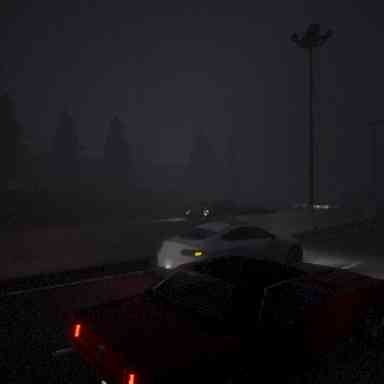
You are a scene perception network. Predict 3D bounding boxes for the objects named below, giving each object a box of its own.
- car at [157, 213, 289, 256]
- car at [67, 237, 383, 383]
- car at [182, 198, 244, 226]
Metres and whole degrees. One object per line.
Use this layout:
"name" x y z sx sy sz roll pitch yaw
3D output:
"car" 1.224 1.539 9.418 4.674 1.442 1.812 0 0 -39
"car" 0.923 1.607 4.653 4.718 1.301 1.895 0 0 -38
"car" 1.642 1.388 24.344 2.097 1.767 4.553 0 0 44
